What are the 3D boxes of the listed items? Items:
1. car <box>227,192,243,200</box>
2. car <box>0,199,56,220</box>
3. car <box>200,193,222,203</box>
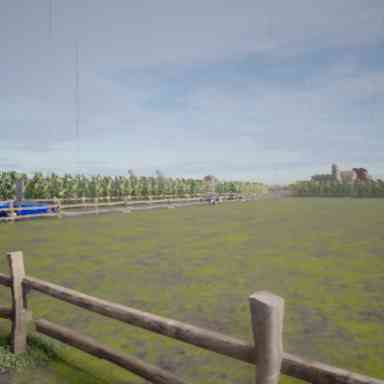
[{"bbox_3d":[7.969,0.848,61.605,1.837,1.490,4.892,1,1,28],"label":"car"},{"bbox_3d":[-13.287,1.274,26.374,1.882,1.535,5.008,1,1,34],"label":"car"},{"bbox_3d":[2.987,0.968,52.591,1.837,1.490,4.892,1,1,30],"label":"car"}]
